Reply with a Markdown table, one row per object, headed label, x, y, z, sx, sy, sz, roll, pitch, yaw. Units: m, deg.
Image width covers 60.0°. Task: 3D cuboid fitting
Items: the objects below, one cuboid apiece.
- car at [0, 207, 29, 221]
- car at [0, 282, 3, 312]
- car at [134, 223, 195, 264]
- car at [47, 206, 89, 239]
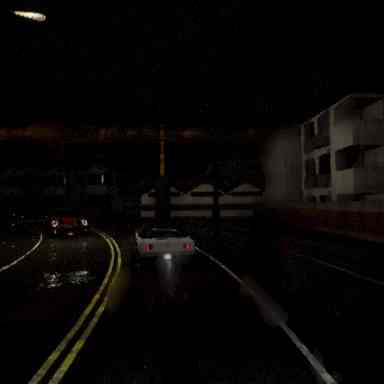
| label | x | y | z | sx | sy | sz | roll | pitch | yaw |
| --- | --- | --- | --- | --- | --- | --- | --- | --- | --- |
| car | -19.548 | 2.400 | 36.251 | 4.674 | 1.442 | 1.812 | -3 | -3 | 39 |
| car | -3.828 | 1.635 | 3.642 | 1.812 | 1.442 | 4.674 | -1 | 0 | -5 |
| car | -1.256 | 1.859 | 13.056 | 1.895 | 1.301 | 4.718 | 0 | -1 | -12 |
| car | -7.648 | 1.749 | 20.303 | 2.097 | 1.767 | 4.553 | 0 | -1 | -26 |
